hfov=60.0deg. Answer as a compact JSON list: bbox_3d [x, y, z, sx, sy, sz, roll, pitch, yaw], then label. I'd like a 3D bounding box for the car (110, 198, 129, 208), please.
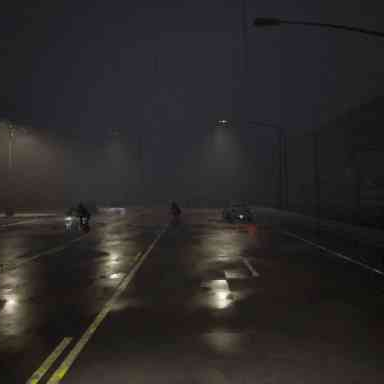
[{"bbox_3d":[-10.711,1.601,49.111,1.895,1.301,4.718,0,0,0],"label":"car"}]

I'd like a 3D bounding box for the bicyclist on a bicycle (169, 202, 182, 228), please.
[{"bbox_3d":[-1.045,1.455,21.262,0.582,1.620,1.656,0,-2,-31],"label":"bicyclist on a bicycle"}]

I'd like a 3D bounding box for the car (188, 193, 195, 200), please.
[{"bbox_3d":[-0.198,1.248,86.320,2.033,1.411,5.357,0,1,0],"label":"car"}]

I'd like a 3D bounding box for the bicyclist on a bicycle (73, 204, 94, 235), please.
[{"bbox_3d":[-5.680,1.455,17.394,1.656,1.620,0.582,-3,-1,33],"label":"bicyclist on a bicycle"}]

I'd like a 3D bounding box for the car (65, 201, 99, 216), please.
[{"bbox_3d":[-10.675,1.547,32.758,2.033,1.411,5.357,0,0,0],"label":"car"}]

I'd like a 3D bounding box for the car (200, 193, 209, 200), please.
[{"bbox_3d":[3.303,1.222,85.804,1.837,1.490,4.892,0,1,0],"label":"car"}]

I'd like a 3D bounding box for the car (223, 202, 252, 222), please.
[{"bbox_3d":[3.541,1.525,26.278,1.812,1.442,4.674,0,0,0],"label":"car"}]
